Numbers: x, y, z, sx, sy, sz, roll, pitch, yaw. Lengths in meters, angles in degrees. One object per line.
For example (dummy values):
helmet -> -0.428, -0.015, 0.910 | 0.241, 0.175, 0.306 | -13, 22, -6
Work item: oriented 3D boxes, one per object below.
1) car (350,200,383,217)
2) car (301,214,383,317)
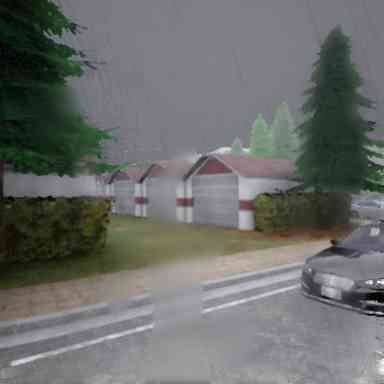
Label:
car -> 13.759, 1.339, 24.572 | 1.812, 1.442, 4.674 | 0, 0, -26
car -> 4.337, 1.433, 7.134 | 4.902, 1.511, 2.128 | -1, 0, -37
